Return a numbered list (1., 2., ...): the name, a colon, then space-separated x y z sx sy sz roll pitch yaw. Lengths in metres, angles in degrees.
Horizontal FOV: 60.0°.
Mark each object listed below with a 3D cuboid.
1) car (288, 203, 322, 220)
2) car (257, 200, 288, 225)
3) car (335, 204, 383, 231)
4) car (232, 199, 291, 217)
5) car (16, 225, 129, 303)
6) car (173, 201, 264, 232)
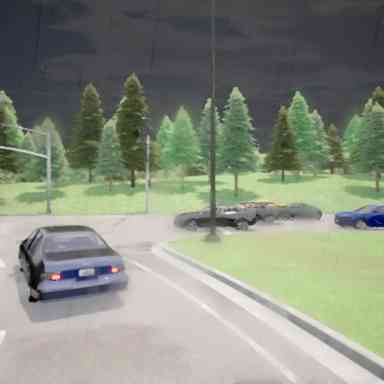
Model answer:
1. car: 8.366 1.560 27.097 4.181 1.385 1.994 0 0 -5
2. car: 3.718 1.489 23.180 4.902 1.511 2.128 0 0 -5
3. car: 11.298 1.476 20.326 5.008 1.535 1.882 0 0 -5
4. car: 6.281 1.473 30.429 5.008 1.535 1.882 0 0 -5
5. car: -3.235 1.545 8.381 2.033 1.411 5.357 0 0 -30
6. car: 1.370 1.487 19.462 4.902 1.511 2.128 0 0 -5
